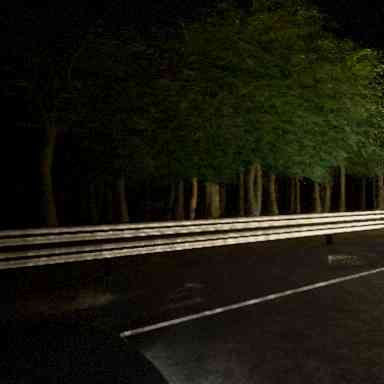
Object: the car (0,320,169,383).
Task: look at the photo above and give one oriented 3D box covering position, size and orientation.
[{"bbox_3d":[-2.682,1.535,1.816,5.357,1.411,2.033,0,0,-36],"label":"car"}]
